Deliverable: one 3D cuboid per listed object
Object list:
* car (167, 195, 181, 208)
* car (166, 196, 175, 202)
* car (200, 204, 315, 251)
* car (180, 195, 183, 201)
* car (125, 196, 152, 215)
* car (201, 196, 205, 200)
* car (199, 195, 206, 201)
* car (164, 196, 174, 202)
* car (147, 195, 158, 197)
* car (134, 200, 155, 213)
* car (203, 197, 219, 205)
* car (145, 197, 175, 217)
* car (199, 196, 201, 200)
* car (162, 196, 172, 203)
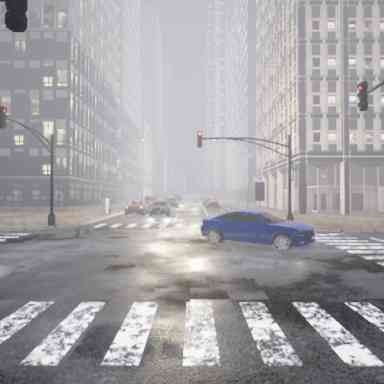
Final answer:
[{"bbox_3d":[-2.944,1.591,48.429,1.837,1.490,4.892,0,0,0],"label":"car"},{"bbox_3d":[-5.419,1.693,83.992,1.887,1.381,4.507,1,0,0],"label":"car"},{"bbox_3d":[2.691,1.503,14.457,5.008,1.535,1.882,0,1,36],"label":"car"},{"bbox_3d":[-2.801,1.187,64.917,2.097,1.767,4.553,0,0,0],"label":"car"},{"bbox_3d":[-5.570,1.499,33.816,1.967,1.590,4.097,1,0,0],"label":"car"},{"bbox_3d":[2.877,1.624,56.328,1.752,1.417,4.829,1,0,0],"label":"car"},{"bbox_3d":[2.995,1.714,95.198,1.887,1.381,4.507,1,0,0],"label":"car"},{"bbox_3d":[-5.436,1.689,78.417,2.008,1.369,4.403,1,0,0],"label":"car"},{"bbox_3d":[-5.534,1.394,44.967,2.192,1.841,5.009,1,0,0],"label":"car"},{"bbox_3d":[-5.556,1.651,39.391,1.802,1.307,4.206,1,0,0],"label":"car"},{"bbox_3d":[2.841,1.661,45.003,1.802,1.307,4.206,1,0,0],"label":"car"},{"bbox_3d":[-3.001,1.560,32.083,1.837,1.490,4.892,0,0,0],"label":"car"},{"bbox_3d":[2.893,1.674,61.735,1.947,1.339,4.313,1,0,0],"label":"car"},{"bbox_3d":[-5.453,1.673,72.842,1.887,1.381,4.507,1,0,0],"label":"car"}]
